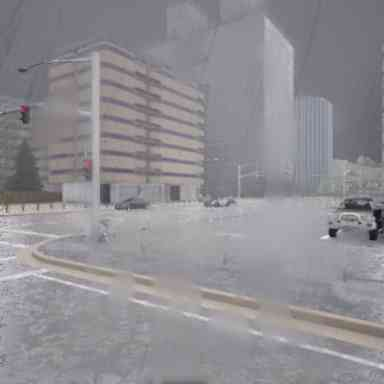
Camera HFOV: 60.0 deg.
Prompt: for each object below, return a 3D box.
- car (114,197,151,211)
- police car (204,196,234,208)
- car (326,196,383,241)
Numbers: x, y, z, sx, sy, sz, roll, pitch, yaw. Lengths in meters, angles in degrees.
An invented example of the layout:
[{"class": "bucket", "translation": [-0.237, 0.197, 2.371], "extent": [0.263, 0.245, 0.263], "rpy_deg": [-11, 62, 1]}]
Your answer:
[{"class": "car", "translation": [-6.749, 1.391, 38.190], "extent": [1.837, 1.490, 4.892], "rpy_deg": [0, 0, 34]}, {"class": "police car", "translation": [3.462, 1.398, 46.849], "extent": [2.038, 1.542, 4.974], "rpy_deg": [0, 0, 34]}, {"class": "car", "translation": [7.867, 1.137, 15.819], "extent": [1.932, 1.855, 4.605], "rpy_deg": [0, 0, 34]}]
